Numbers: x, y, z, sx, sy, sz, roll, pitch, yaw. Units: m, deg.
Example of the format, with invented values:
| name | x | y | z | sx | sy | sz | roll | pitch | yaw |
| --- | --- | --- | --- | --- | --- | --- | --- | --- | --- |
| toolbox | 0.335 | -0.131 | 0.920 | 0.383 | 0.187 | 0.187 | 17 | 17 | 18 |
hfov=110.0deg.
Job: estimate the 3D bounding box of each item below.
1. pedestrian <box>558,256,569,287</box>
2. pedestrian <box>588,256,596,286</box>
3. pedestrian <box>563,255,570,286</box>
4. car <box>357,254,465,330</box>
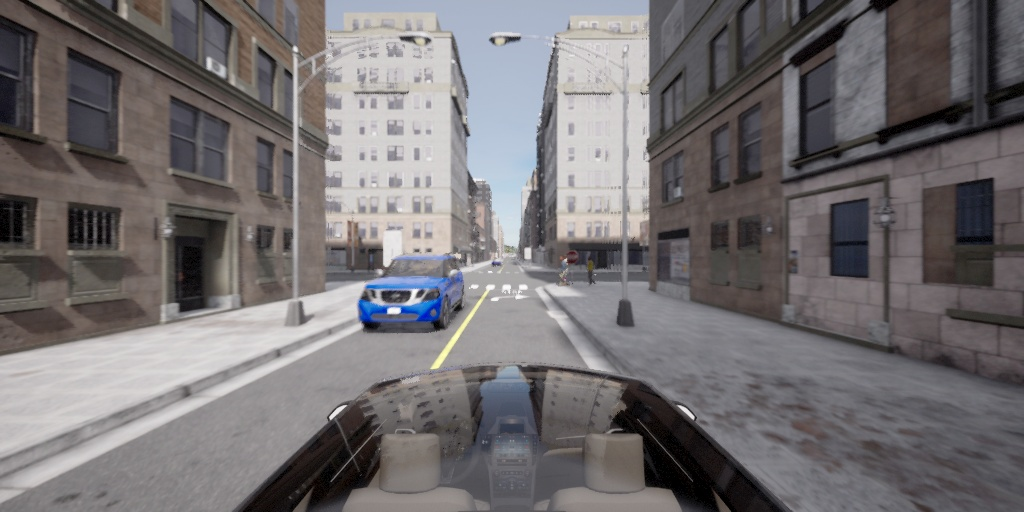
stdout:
| name | x | y | z | sx | sy | sz | roll | pitch | yaw |
| --- | --- | --- | --- | --- | --- | --- | --- | --- | --- |
| pedestrian | 2.976 | 0.875 | 20.845 | 0.375 | 1.860 | 0.375 | 0 | 0 | 0 |
| pedestrian | 4.704 | 0.875 | 21.445 | 0.375 | 1.860 | 0.375 | 0 | 0 | 0 |
| pedestrian | 3.325 | 0.874 | 22.045 | 0.375 | 1.860 | 0.375 | 0 | 0 | 0 |
| car | -2.829 | 0.962 | 11.415 | 2.150 | 2.045 | 5.566 | 0 | 0 | 0 |
